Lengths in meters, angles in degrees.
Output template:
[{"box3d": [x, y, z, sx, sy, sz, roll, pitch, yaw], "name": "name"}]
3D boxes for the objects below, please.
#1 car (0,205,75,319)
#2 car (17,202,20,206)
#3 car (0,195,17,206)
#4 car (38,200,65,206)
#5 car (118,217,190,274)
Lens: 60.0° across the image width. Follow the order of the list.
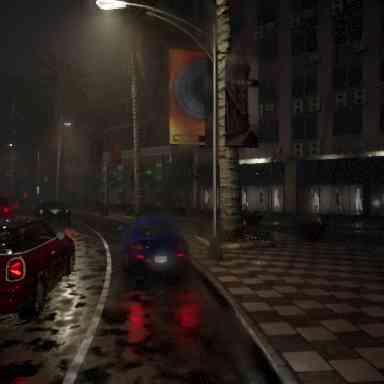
[{"box3d": [-4.009, 1.347, 7.365, 2.097, 1.767, 4.553, 0, 0, -10], "name": "car"}, {"box3d": [-20.633, 1.329, 36.304, 4.553, 1.767, 2.097, 0, 0, 42], "name": "car"}, {"box3d": [-12.884, 1.210, 21.698, 2.150, 2.045, 5.566, 0, 0, -29], "name": "car"}, {"box3d": [-10.028, 1.340, 23.582, 2.097, 1.767, 4.553, 0, 0, -30], "name": "car"}, {"box3d": [-1.323, 1.524, 10.585, 1.812, 1.442, 4.674, 0, 0, -14], "name": "car"}]
